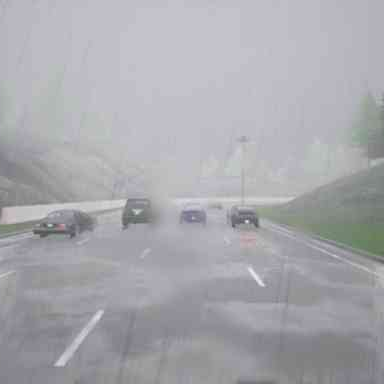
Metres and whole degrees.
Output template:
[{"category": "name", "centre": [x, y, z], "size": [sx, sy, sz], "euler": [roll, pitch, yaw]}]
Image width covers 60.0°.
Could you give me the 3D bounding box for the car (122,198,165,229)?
[{"category": "car", "centre": [-3.404, 1.413, 23.314], "size": [2.150, 2.045, 5.566], "euler": [0, 0, 0]}]

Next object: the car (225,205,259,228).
[{"category": "car", "centre": [3.595, 1.703, 24.147], "size": [1.837, 1.490, 4.892], "euler": [0, 0, 0]}]

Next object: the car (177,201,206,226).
[{"category": "car", "centre": [0.096, 1.688, 25.668], "size": [1.882, 1.535, 5.008], "euler": [0, 0, 0]}]

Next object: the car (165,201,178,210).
[{"category": "car", "centre": [-3.328, 2.016, 50.594], "size": [1.895, 1.301, 4.718], "euler": [0, 0, 5]}]

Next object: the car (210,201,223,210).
[{"category": "car", "centre": [3.692, 2.013, 50.340], "size": [1.895, 1.301, 4.718], "euler": [0, 0, 5]}]

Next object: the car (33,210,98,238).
[{"category": "car", "centre": [-6.903, 1.701, 18.675], "size": [2.033, 1.411, 5.357], "euler": [0, 0, 0]}]

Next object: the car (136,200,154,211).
[{"category": "car", "centre": [-6.967, 1.930, 49.376], "size": [1.812, 1.442, 4.674], "euler": [0, 0, 3]}]

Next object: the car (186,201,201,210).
[{"category": "car", "centre": [0.273, 2.019, 51.039], "size": [1.895, 1.301, 4.718], "euler": [0, 0, 6]}]
